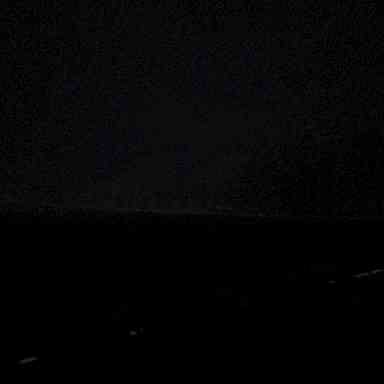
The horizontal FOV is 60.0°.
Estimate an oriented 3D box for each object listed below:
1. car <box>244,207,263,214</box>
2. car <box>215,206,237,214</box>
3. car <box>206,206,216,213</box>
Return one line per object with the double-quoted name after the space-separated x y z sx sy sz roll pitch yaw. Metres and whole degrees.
12.973 3.919 70.298 1.812 1.442 4.674 2 -3 -33 "car"
7.755 3.963 71.873 1.812 1.442 4.674 2 -3 -33 "car"
5.434 4.235 81.799 1.882 1.535 5.008 2 -3 -33 "car"
